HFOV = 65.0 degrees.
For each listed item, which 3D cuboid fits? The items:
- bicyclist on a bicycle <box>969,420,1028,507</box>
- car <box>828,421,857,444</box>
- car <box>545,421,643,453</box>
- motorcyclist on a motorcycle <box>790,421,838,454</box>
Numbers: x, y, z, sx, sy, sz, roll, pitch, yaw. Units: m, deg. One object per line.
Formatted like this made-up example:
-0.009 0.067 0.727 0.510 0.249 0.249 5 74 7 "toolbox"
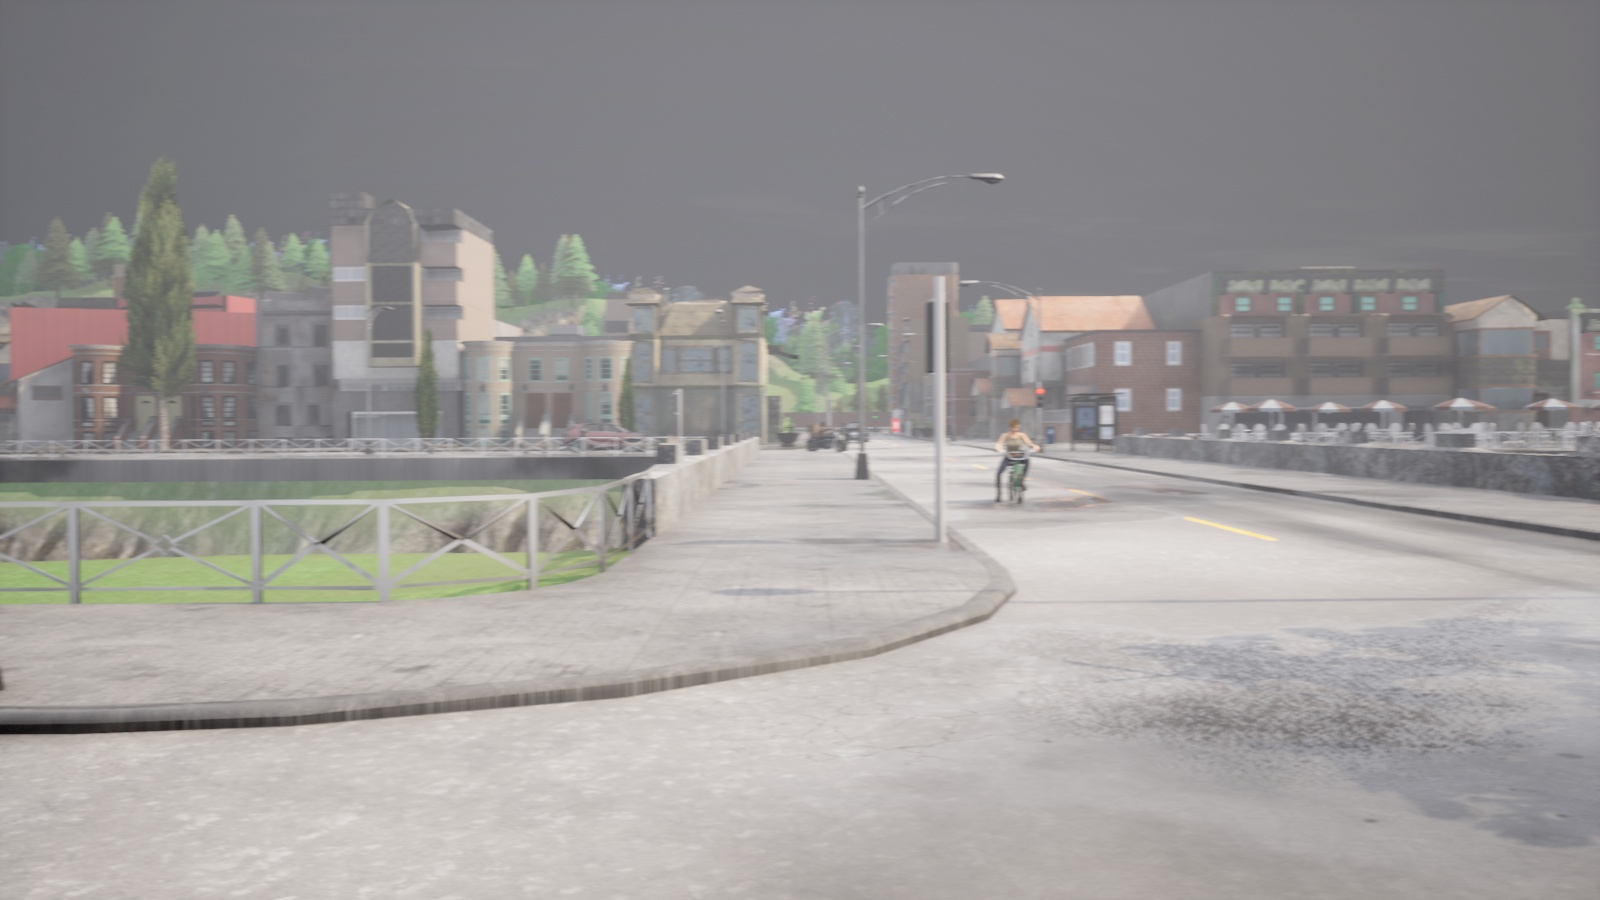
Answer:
3.793 0.235 24.106 0.866 1.612 1.509 0 1 0 "bicyclist on a bicycle"
3.245 -1.361 96.367 2.033 1.649 4.856 0 1 0 "car"
-10.773 -0.711 65.976 4.856 1.649 2.033 0 1 0 "car"
0.708 -0.647 64.664 2.350 1.649 0.766 1 3 27 "motorcyclist on a motorcycle"
